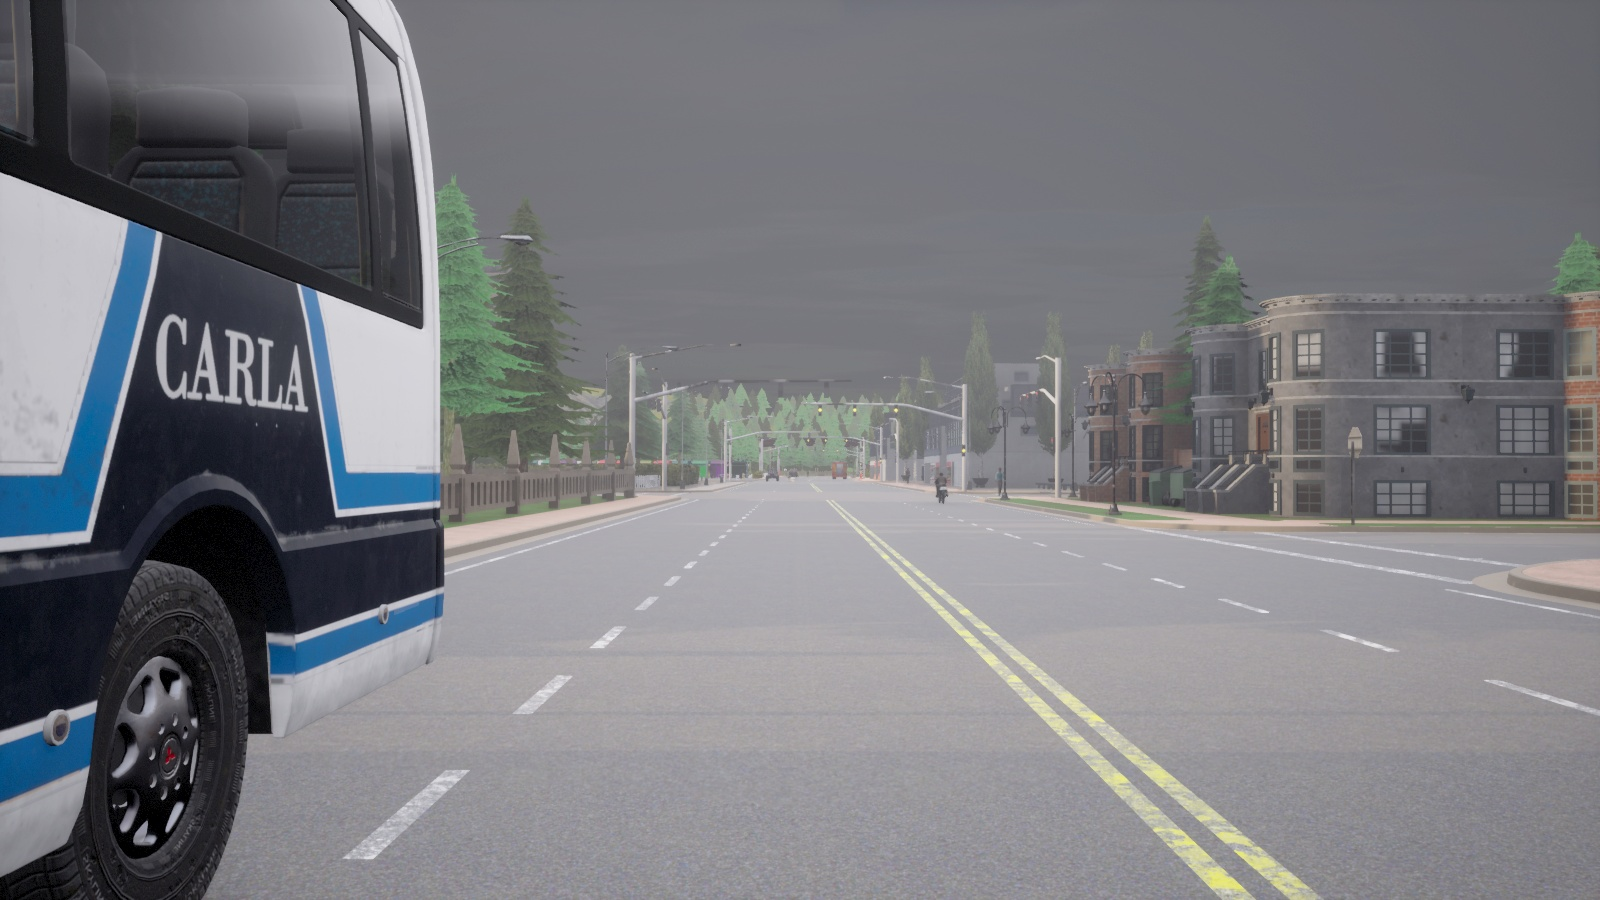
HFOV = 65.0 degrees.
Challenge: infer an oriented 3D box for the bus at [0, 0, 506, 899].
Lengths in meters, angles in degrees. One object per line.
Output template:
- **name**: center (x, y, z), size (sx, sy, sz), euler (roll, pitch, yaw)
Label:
- **bus**: center (-3.508, -0.523, 1.472), size (3.944, 4.253, 10.273), euler (0, -1, 0)

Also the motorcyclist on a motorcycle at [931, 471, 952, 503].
- **motorcyclist on a motorcycle**: center (6.861, 1.790, 60.911), size (0.797, 1.523, 2.044), euler (0, -1, 0)
